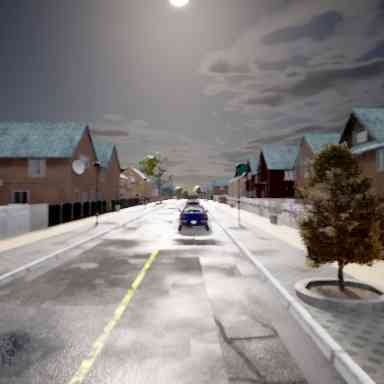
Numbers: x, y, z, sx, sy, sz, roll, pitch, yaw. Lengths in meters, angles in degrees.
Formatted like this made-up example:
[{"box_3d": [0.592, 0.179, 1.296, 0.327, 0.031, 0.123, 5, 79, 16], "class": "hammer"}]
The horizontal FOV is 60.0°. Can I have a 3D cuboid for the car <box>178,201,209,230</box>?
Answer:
[{"box_3d": [0.105, 1.550, 21.230, 1.812, 1.442, 4.674, 0, 0, 0], "class": "car"}]

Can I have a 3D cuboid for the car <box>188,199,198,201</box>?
[{"box_3d": [0.110, 1.618, 41.816, 1.812, 1.442, 4.674, 0, 0, 0], "class": "car"}]
